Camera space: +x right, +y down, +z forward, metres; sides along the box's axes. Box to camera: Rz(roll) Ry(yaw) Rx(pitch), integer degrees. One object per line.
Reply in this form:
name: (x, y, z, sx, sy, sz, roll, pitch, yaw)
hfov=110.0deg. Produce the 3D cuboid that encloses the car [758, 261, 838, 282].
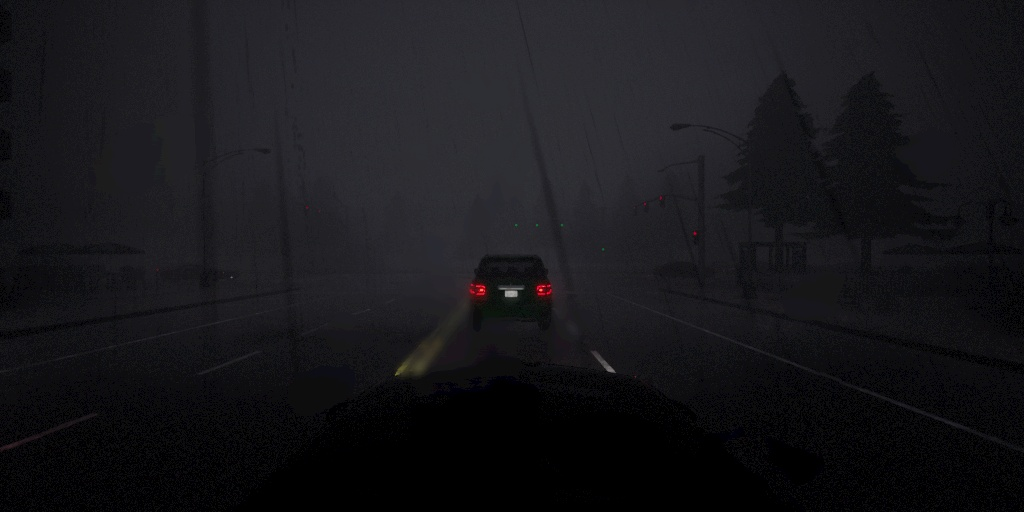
car: (21.856, 1.266, 27.495, 4.181, 1.385, 1.994, 0, 0, 0)

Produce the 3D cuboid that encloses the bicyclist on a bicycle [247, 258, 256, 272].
bicyclist on a bicycle: (-30.101, 1.008, 41.529, 0.582, 1.620, 1.656, 0, 0, 0)

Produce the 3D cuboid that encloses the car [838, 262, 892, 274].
car: (32.695, 1.252, 34.668, 5.357, 1.411, 2.033, 0, 0, 1)

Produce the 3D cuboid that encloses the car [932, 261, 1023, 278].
car: (39.362, 1.208, 30.528, 4.892, 1.490, 1.837, 0, 0, 7)

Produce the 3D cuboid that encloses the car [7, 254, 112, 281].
car: (-33.928, 0.918, 26.914, 5.566, 2.045, 2.150, 1, 0, -2)

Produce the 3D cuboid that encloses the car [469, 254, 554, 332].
car: (-0.021, 0.974, 11.021, 2.150, 2.045, 5.566, 0, 0, 0)

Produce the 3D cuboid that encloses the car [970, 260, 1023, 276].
car: (49.339, 1.210, 35.405, 4.892, 1.490, 1.837, 0, 0, 20)

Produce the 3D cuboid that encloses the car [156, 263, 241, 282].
car: (-23.404, 1.303, 27.097, 4.718, 1.301, 1.895, 0, 0, -1)

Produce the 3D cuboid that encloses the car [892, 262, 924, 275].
car: (39.732, 1.307, 37.650, 4.718, 1.301, 1.895, 0, 0, 7)

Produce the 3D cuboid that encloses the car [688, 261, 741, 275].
car: (21.495, 1.232, 38.166, 4.674, 1.442, 1.812, 0, 0, 0)

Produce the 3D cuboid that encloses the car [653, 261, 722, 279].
car: (14.822, 1.181, 30.933, 5.008, 1.535, 1.882, 0, 0, -1)

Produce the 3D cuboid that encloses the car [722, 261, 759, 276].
car: (22.944, 1.196, 34.671, 4.902, 1.511, 2.128, 0, 0, 0)
